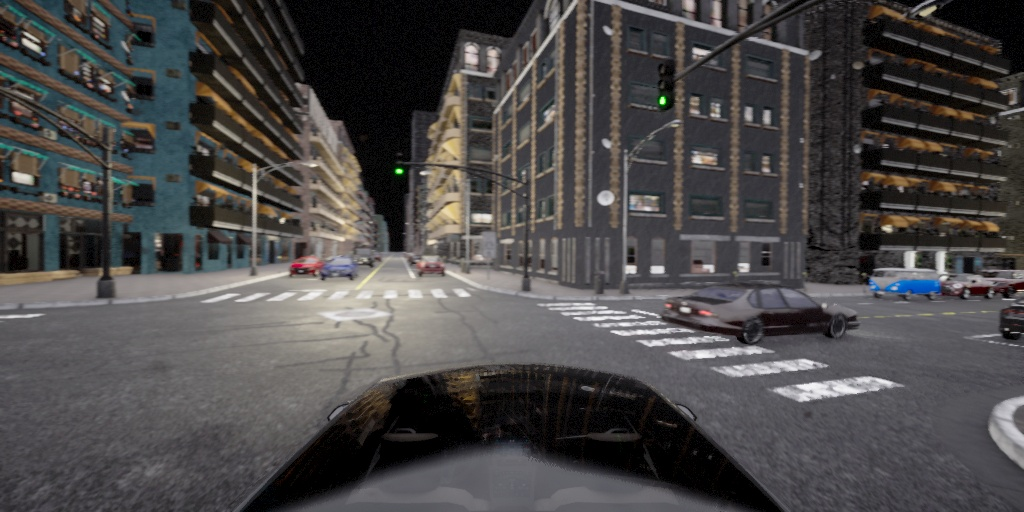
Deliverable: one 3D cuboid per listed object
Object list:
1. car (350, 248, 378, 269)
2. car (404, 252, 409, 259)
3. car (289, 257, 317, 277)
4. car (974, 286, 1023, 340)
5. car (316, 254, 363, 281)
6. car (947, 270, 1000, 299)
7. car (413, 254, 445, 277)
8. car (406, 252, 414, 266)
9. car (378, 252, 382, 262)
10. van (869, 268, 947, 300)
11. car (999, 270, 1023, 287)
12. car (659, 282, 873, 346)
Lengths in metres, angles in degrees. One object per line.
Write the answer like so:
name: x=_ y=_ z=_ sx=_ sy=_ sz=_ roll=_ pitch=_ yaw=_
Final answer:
car: x=-15.770 y=0.212 z=37.971 sx=2.150 sy=2.045 sz=5.566 roll=0 pitch=2 yaw=-19
car: x=-14.999 y=0.286 z=54.642 sx=1.888 sy=1.381 sz=4.507 roll=0 pitch=0 yaw=-18
car: x=-14.873 y=0.741 z=26.255 sx=1.888 sy=1.381 sz=4.507 roll=0 pitch=0 yaw=-18
car: x=15.277 y=1.662 z=9.668 sx=4.403 sy=1.370 sz=2.007 roll=0 pitch=0 yaw=-18
car: x=-11.190 y=0.804 z=23.545 sx=1.812 sy=1.442 sz=4.674 roll=0 pitch=1 yaw=-18
car: x=28.080 y=1.841 z=22.691 sx=4.097 sy=1.591 sz=1.967 roll=0 pitch=0 yaw=-18
car: x=-6.323 y=0.701 z=27.689 sx=1.967 sy=1.591 sz=4.097 roll=0 pitch=0 yaw=-18
car: x=-11.571 y=0.514 z=43.846 sx=1.948 sy=1.339 sz=4.313 roll=0 pitch=0 yaw=-18
car: x=-21.261 y=0.067 z=55.570 sx=2.097 sy=1.767 sz=4.553 roll=0 pitch=1 yaw=-18
van: x=22.944 y=1.616 z=21.006 sx=3.998 sy=1.789 sz=1.690 roll=0 pitch=0 yaw=-18
car: x=33.216 y=1.843 z=24.378 sx=5.009 sy=1.841 sz=2.192 roll=0 pitch=0 yaw=-18
car: x=6.654 y=1.439 z=9.659 sx=5.357 sy=1.411 sz=2.033 roll=1 pitch=0 yaw=-18
